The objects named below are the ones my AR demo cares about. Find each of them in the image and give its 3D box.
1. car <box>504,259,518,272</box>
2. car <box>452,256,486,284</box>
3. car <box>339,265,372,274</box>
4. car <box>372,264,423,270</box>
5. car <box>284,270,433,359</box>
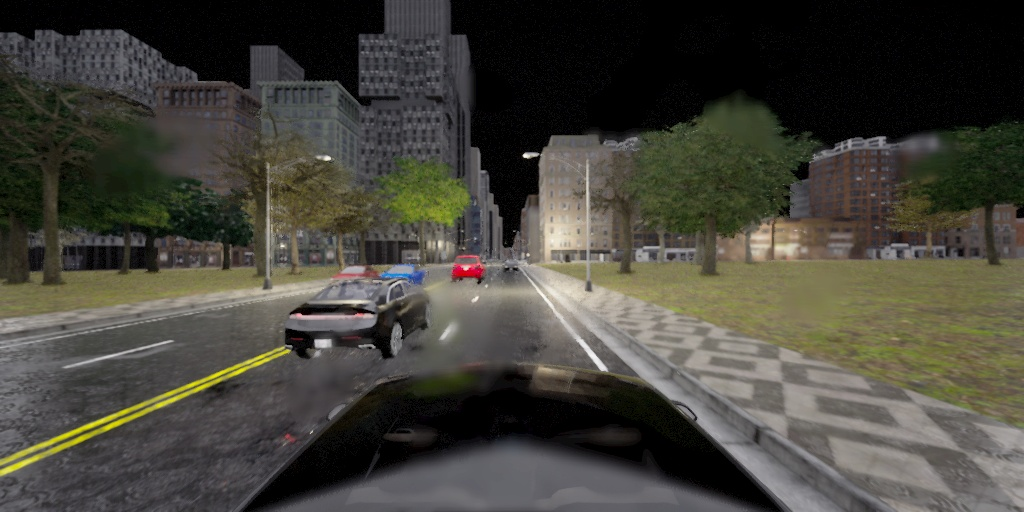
[{"bbox_3d":[-0.106,1.387,47.478,1.895,1.301,4.718,0,0,0],"label":"car"},{"bbox_3d":[-3.263,0.999,27.971,2.150,2.045,5.566,0,0,0],"label":"car"},{"bbox_3d":[-9.936,1.328,23.098,1.812,1.442,4.674,0,0,0],"label":"car"},{"bbox_3d":[-6.683,1.265,22.339,1.882,1.535,5.008,0,0,0],"label":"car"},{"bbox_3d":[-3.171,1.256,8.438,2.128,1.511,4.902,0,0,0],"label":"car"}]
